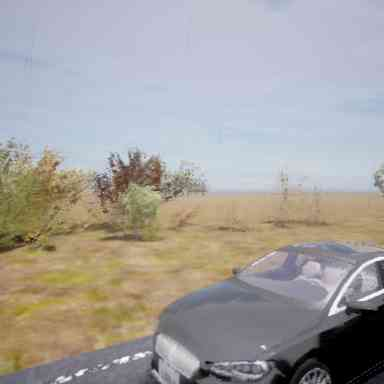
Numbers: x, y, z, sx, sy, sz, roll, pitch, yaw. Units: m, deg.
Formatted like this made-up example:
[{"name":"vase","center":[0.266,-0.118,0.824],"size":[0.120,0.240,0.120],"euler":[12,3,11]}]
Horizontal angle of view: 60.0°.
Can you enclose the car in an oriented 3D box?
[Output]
[{"name":"car","center":[1.794,1.510,4.583],"size":[4.902,1.511,2.128],"euler":[0,0,-35]}]
